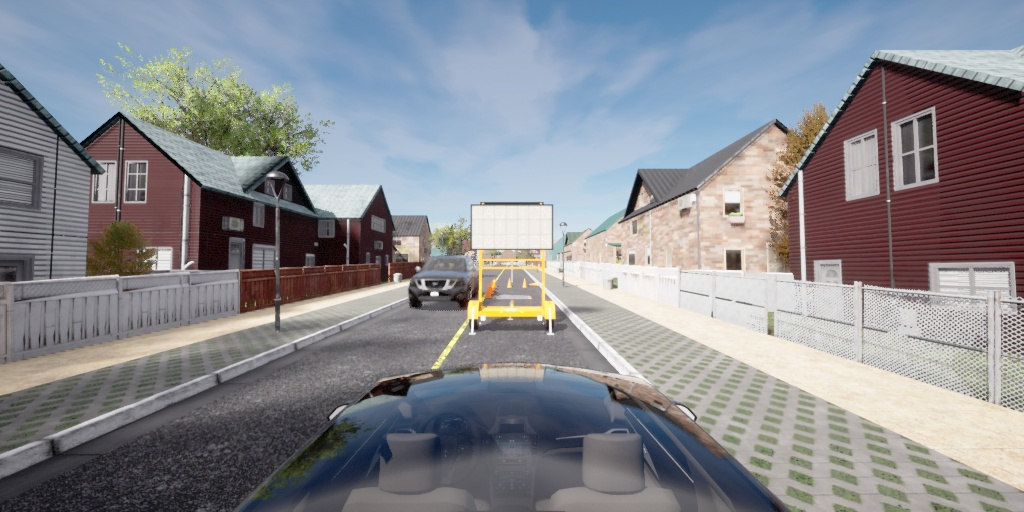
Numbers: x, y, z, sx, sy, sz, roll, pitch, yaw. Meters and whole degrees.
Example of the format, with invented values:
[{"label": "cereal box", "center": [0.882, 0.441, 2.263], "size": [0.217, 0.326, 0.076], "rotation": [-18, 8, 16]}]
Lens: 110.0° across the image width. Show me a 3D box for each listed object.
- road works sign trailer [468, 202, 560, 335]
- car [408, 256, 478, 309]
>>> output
[{"label": "road works sign trailer", "center": [-0.001, 0.227, 10.551], "size": [2.380, 3.560, 2.880], "rotation": [0, 0, 1]}, {"label": "car", "center": [-2.746, 0.997, 15.461], "size": [2.150, 2.045, 5.566], "rotation": [0, 0, 0]}]
